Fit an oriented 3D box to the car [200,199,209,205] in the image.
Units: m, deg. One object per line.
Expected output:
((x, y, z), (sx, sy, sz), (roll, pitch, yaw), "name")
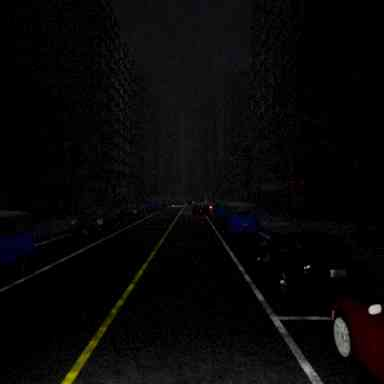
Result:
((2.892, 2.313, 80.089), (2.008, 1.369, 4.403), (0, -1, 0), "car")

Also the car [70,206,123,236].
((-5.661, 1.625, 19.582), (1.967, 1.590, 4.097), (0, -1, 0), "car")

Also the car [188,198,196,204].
((0.040, 2.275, 86.598), (1.994, 1.385, 4.181), (0, -1, 0), "car")

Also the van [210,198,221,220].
((2.870, 1.630, 30.581), (1.690, 1.788, 3.998), (0, -1, 0), "van")

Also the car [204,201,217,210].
((2.881, 2.078, 52.583), (1.802, 1.307, 4.206), (0, -1, 0), "car")

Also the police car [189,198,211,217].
((0.917, 1.768, 36.369), (1.930, 1.638, 5.238), (0, -1, 0), "police car")

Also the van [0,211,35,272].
((-5.666, 1.423, 8.580), (1.690, 1.788, 3.998), (0, -1, 0), "van")

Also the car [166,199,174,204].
((-5.631, 2.399, 85.594), (1.802, 1.307, 4.206), (0, -1, 0), "car")

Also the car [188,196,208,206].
((0.924, 1.718, 52.291), (2.150, 2.045, 5.566), (0, -1, 0), "car")

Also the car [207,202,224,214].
((2.875, 1.974, 41.581), (1.802, 1.307, 4.206), (0, -1, 0), "car")

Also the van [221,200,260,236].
((2.865, 1.526, 19.579), (1.690, 1.788, 3.998), (0, -1, 0), "van")

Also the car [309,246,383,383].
((2.858, 1.575, 3.073), (1.887, 1.381, 4.507), (0, -1, 0), "car")

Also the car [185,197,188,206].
((0.033, 1.951, 71.466), (2.097, 1.767, 4.553), (0, -1, 0), "car")

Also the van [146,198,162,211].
((-5.648, 1.785, 47.089), (1.690, 1.788, 3.998), (0, -1, 0), "van")

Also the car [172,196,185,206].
((-2.967, 2.217, 71.789), (2.033, 1.411, 5.357), (0, -1, 0), "car")

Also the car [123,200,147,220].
((-5.655, 1.729, 30.584), (1.967, 1.590, 4.097), (0, -1, 0), "car")

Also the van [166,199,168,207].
((-5.643, 1.890, 58.090), (1.690, 1.788, 3.998), (0, -1, 0), "van")

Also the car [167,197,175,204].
((-5.628, 2.311, 91.096), (1.967, 1.590, 4.097), (0, -1, 0), "car")

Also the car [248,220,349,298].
((2.860, 1.648, 8.574), (1.947, 1.339, 4.313), (0, -1, 0), "car")

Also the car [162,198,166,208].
((-5.645, 2.047, 52.587), (2.008, 1.369, 4.403), (0, -1, 0), "car")

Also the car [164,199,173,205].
((-5.633, 2.328, 80.093), (1.947, 1.339, 4.313), (0, -1, 0), "car")

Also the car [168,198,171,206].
((-5.640, 2.167, 63.590), (1.947, 1.339, 4.313), (0, -1, 0), "car")
